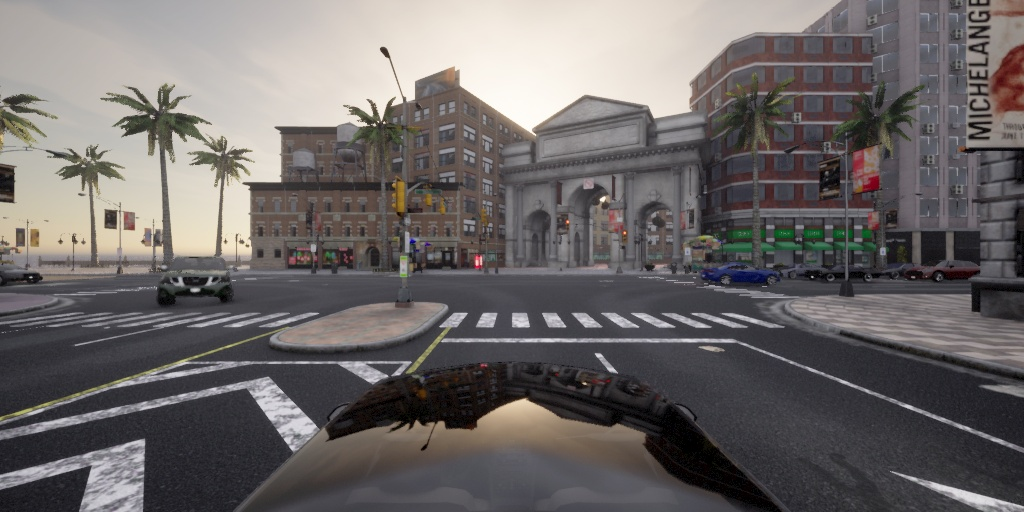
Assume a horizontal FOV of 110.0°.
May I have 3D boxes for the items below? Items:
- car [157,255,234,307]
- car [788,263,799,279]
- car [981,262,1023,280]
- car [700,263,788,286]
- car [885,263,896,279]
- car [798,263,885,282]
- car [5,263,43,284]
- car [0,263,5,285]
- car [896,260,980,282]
[{"bbox_3d":[-13.993,0.972,16.120,2.150,2.045,5.566,1,-1,-38],"label":"car"},{"bbox_3d":[25.592,1.314,32.005,4.181,1.385,1.994,0,0,1],"label":"car"},{"bbox_3d":[44.748,1.255,31.189,4.892,1.490,1.837,0,0,8],"label":"car"},{"bbox_3d":[15.775,1.227,24.907,5.008,1.535,1.882,0,0,0],"label":"car"},{"bbox_3d":[34.847,1.297,31.902,5.357,1.411,2.033,0,0,1],"label":"car"},{"bbox_3d":[26.107,1.351,28.517,4.718,1.301,1.895,0,0,1],"label":"car"},{"bbox_3d":[-36.355,1.255,25.299,4.892,1.490,1.837,0,0,0],"label":"car"},{"bbox_3d":[-35.284,0.971,21.791,5.566,2.045,2.150,0,0,0],"label":"car"},{"bbox_3d":[34.063,1.102,28.363,4.553,1.767,2.097,0,0,2],"label":"car"}]
